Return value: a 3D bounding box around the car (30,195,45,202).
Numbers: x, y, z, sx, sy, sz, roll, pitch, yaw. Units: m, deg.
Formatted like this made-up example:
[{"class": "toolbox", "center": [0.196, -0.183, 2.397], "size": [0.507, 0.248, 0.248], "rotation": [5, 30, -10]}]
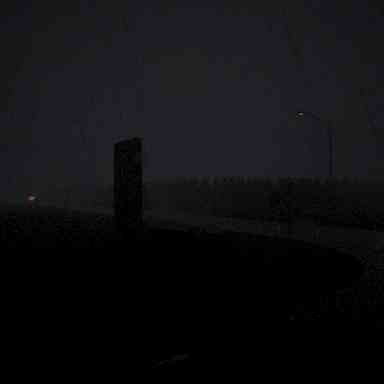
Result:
[{"class": "car", "center": [-39.388, 1.943, 85.416], "size": [1.895, 1.301, 4.718], "rotation": [-1, 0, -36]}]
